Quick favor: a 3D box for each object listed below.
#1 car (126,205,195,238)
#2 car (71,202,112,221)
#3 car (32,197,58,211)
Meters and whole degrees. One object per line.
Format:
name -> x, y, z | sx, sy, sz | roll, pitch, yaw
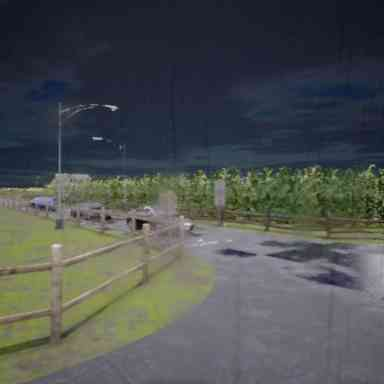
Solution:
car -> -1.786, 1.484, 17.930 | 2.128, 1.511, 4.902 | 0, 0, -38
car -> -7.834, 1.477, 25.802 | 1.994, 1.385, 4.181 | 0, 0, -38
car -> -16.492, 1.274, 37.200 | 1.882, 1.535, 5.008 | 0, 1, -37
